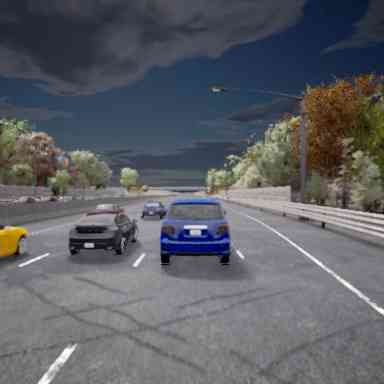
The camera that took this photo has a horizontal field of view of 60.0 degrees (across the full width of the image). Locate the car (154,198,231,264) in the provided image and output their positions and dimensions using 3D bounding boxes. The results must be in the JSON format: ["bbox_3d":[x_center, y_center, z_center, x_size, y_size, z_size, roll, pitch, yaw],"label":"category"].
[{"bbox_3d":[0.100,1.235,11.989,2.150,2.045,5.566,0,0,0],"label":"car"}]

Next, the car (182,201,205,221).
[{"bbox_3d":[0.099,1.548,29.039,1.837,1.490,4.892,0,0,0],"label":"car"}]

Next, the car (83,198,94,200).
[{"bbox_3d":[-17.544,1.670,56.854,1.994,1.385,4.181,0,0,1],"label":"car"}]

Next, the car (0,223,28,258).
[{"bbox_3d":[-6.902,1.489,10.148,1.882,1.535,5.008,0,0,0],"label":"car"}]

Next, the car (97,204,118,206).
[{"bbox_3d":[-6.901,1.640,27.445,1.895,1.301,4.718,0,0,0],"label":"car"}]

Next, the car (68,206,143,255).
[{"bbox_3d":[-3.399,1.521,13.423,1.837,1.490,4.892,0,0,0],"label":"car"}]

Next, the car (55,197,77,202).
[{"bbox_3d":[-21.041,1.610,56.765,1.837,1.490,4.892,0,0,1],"label":"car"}]

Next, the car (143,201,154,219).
[{"bbox_3d":[-3.402,1.570,30.009,1.812,1.442,4.674,0,0,0],"label":"car"}]

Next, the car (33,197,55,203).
[{"bbox_3d":[-24.536,1.583,56.598,1.882,1.535,5.008,0,0,1],"label":"car"}]

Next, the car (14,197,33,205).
[{"bbox_3d":[-28.035,1.629,55.903,1.812,1.442,4.674,0,0,1],"label":"car"}]
